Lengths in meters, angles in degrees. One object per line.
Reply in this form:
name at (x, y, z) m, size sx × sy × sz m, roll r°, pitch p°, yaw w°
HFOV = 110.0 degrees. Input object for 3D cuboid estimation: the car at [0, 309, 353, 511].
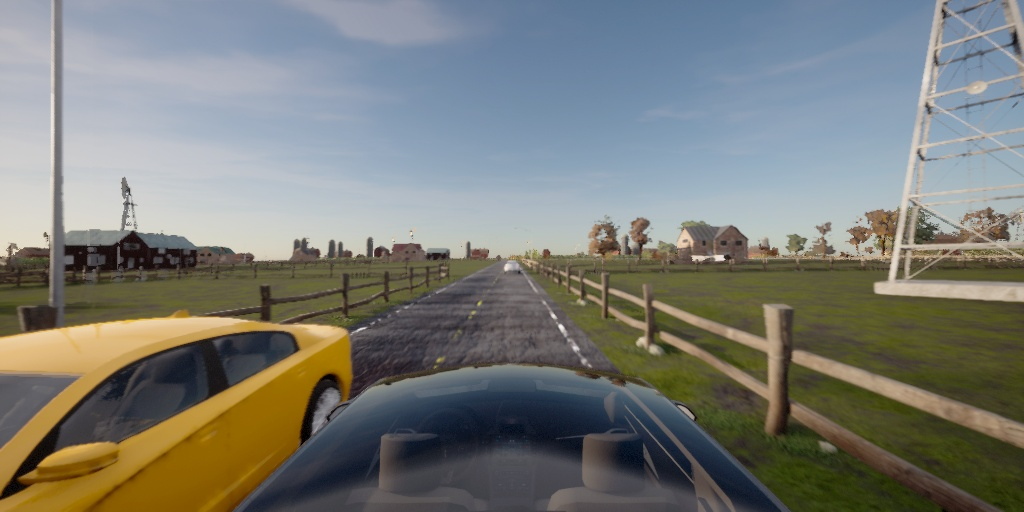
car at (-2.837, 1.228, 2.246) m, size 1.882 × 1.535 × 5.008 m, roll 0°, pitch 0°, yaw 0°

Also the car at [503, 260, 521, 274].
car at (0.025, 1.286, 41.342) m, size 1.812 × 1.442 × 4.674 m, roll 0°, pitch 0°, yaw 0°
